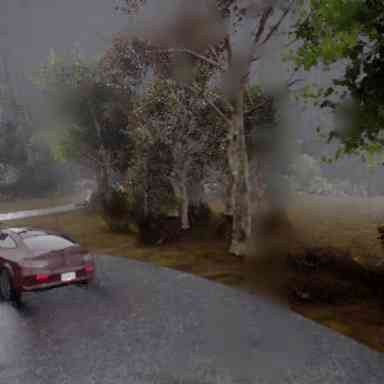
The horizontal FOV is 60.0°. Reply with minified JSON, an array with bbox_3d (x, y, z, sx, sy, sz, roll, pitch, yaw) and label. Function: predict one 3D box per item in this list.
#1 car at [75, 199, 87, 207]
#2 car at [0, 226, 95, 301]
[{"bbox_3d":[-20.785,2.014,63.195,1.994,1.385,4.181,-2,1,-6],"label":"car"},{"bbox_3d":[-4.233,1.613,8.575,4.674,1.442,1.812,0,-1,44],"label":"car"}]
